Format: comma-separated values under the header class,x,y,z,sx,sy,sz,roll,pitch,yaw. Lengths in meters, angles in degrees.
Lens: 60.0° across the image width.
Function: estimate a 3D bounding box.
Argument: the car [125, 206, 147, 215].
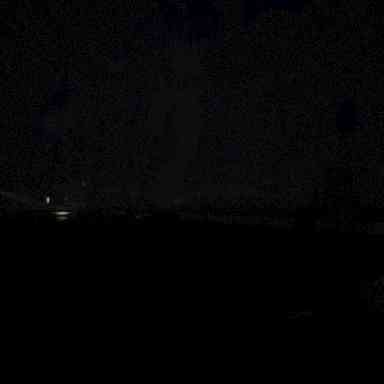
class,x,y,z,sx,sy,sz,roll,pitch,yaw
car,-8.796,2.877,52.268,1.895,1.301,4.718,-3,0,-35
